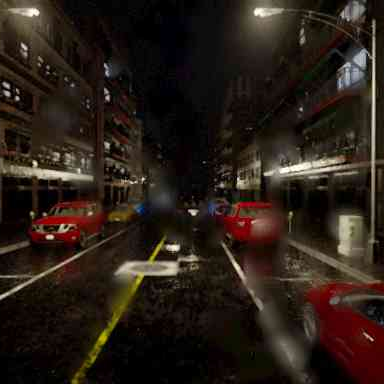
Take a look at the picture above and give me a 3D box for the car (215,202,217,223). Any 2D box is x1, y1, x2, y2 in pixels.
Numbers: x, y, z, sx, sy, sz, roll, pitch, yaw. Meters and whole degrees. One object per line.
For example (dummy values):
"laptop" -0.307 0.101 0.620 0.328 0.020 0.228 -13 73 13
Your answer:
"car" 2.549 1.696 26.247 1.802 1.307 4.206 -1 0 0

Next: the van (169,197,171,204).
"van" -5.344 1.602 60.192 1.690 1.788 3.998 -1 0 0

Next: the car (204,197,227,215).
"car" 2.542 1.478 37.576 2.192 1.841 5.009 -1 0 0

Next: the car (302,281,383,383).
"car" 2.555 1.598 3.590 1.802 1.307 4.206 -1 0 0

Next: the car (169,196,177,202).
"car" -5.350 1.958 94.099 2.008 1.369 4.403 -1 0 0

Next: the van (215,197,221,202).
"van" 2.544 1.480 31.912 1.690 1.788 3.998 -1 0 0

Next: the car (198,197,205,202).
"car" 2.532 1.929 88.555 1.887 1.381 4.507 -1 0 0

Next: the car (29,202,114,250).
"car" -5.332 1.380 14.981 2.192 1.841 5.009 -1 0 0

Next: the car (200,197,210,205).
"car" 2.536 1.726 65.898 1.967 1.590 4.097 -1 0 0

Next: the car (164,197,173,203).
"car" -5.346 1.859 76.975 1.752 1.417 4.829 -1 0 0

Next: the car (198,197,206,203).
"car" 2.533 1.941 82.890 1.802 1.307 4.206 -1 0 0

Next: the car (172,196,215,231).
"car" 0.084 1.317 21.555 2.150 2.045 5.566 0 0 0

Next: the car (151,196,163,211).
"car" -5.338 1.628 43.237 1.967 1.590 4.097 -1 0 0

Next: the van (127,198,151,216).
"van" -5.336 1.480 31.935 1.690 1.788 3.998 -1 0 0

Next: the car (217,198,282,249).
"car" 2.548 1.380 14.919 2.192 1.841 5.009 -1 0 0

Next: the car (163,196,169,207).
"car" -5.340 1.787 54.539 2.008 1.369 4.403 -1 0 0

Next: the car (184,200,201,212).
"car" 0.088 1.745 41.734 1.994 1.385 4.181 0 0 0

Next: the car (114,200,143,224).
"car" -5.332 1.639 26.113 1.752 1.417 4.829 -1 0 0
